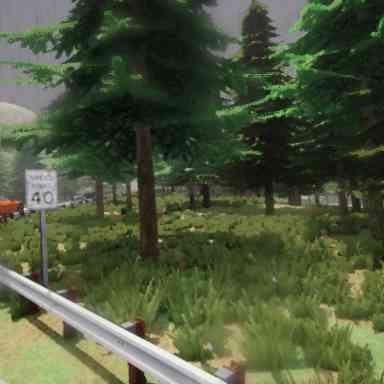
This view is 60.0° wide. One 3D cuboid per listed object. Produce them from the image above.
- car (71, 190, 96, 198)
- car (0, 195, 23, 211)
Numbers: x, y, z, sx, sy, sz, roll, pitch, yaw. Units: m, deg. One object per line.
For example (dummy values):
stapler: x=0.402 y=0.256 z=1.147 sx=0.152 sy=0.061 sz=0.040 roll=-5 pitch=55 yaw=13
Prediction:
car: x=-14.884 y=0.494 z=45.917 sx=2.128 sy=1.511 sz=4.902 roll=-4 pitch=2 yaw=8
car: x=-13.991 y=0.970 z=23.747 sx=2.097 sy=1.767 sz=4.553 roll=-4 pitch=2 yaw=1
